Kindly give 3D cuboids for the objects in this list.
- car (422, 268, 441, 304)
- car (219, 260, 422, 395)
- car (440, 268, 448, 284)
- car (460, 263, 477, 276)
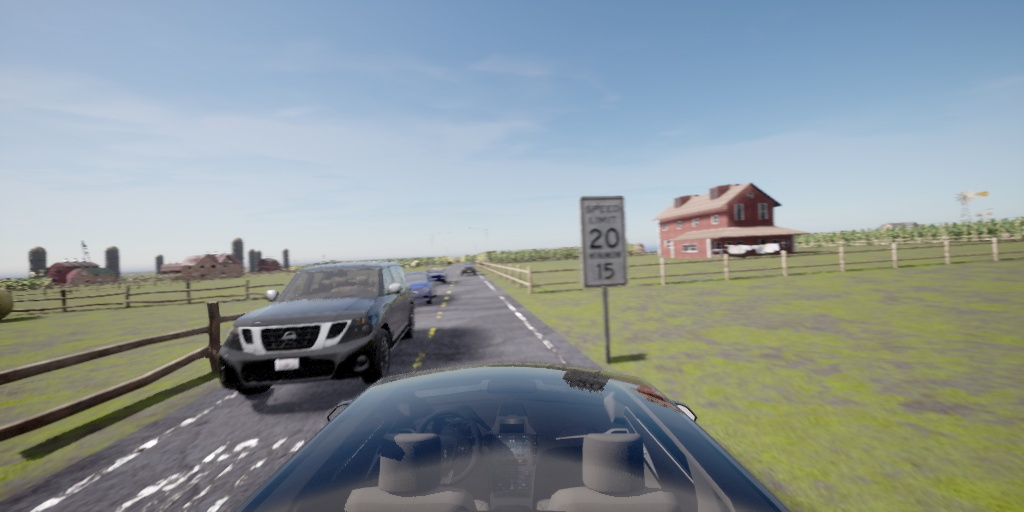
[{"bbox_3d":[-4.796,1.531,17.827,1.812,1.442,4.674,-3,0,-8],"label":"car"},{"bbox_3d":[-3.435,1.142,7.602,2.150,2.045,5.566,-3,0,-8],"label":"car"},{"bbox_3d":[-6.478,1.711,30.471,1.895,1.301,4.718,-3,0,-7],"label":"car"},{"bbox_3d":[-5.287,1.611,43.669,1.812,1.442,4.674,-3,0,-8],"label":"car"}]
